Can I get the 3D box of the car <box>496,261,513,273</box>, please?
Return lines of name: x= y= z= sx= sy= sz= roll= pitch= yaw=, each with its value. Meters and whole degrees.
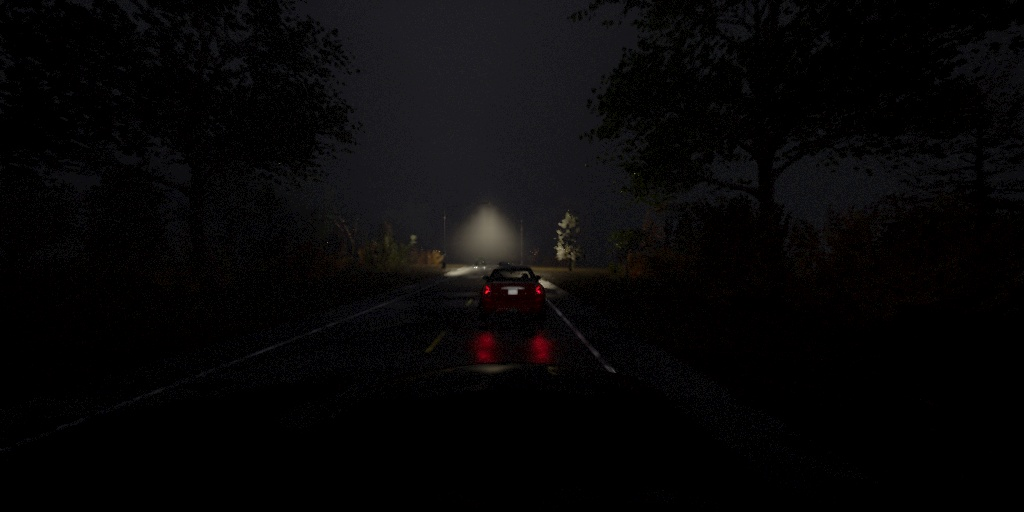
car: x=-1.037 y=1.374 z=46.540 sx=1.994 sy=1.385 sz=4.181 roll=0 pitch=0 yaw=-3

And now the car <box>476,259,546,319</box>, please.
car: x=0.004 y=1.121 z=13.050 sx=2.097 sy=1.767 sz=4.553 roll=0 pitch=0 yaw=-1
